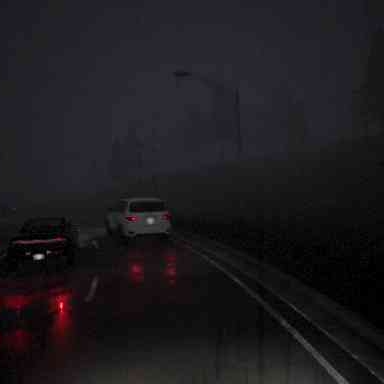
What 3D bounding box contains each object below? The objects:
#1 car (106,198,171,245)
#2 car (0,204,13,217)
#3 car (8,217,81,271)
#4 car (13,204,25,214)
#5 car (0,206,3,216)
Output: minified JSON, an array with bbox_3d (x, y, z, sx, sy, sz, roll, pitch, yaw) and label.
[{"bbox_3d":[-2.805,1.309,16.488,2.150,2.045,5.566,-1,0,-23],"label":"car"},{"bbox_3d":[-23.153,2.219,39.059,5.008,1.535,1.882,-2,-1,44],"label":"car"},{"bbox_3d":[-5.080,1.654,11.830,2.128,1.511,4.902,-1,0,-17],"label":"car"},{"bbox_3d":[-24.067,2.295,44.661,4.674,1.442,1.812,-2,0,41],"label":"car"},{"bbox_3d":[-18.340,2.135,28.865,2.033,1.411,5.357,-2,0,-41],"label":"car"}]
